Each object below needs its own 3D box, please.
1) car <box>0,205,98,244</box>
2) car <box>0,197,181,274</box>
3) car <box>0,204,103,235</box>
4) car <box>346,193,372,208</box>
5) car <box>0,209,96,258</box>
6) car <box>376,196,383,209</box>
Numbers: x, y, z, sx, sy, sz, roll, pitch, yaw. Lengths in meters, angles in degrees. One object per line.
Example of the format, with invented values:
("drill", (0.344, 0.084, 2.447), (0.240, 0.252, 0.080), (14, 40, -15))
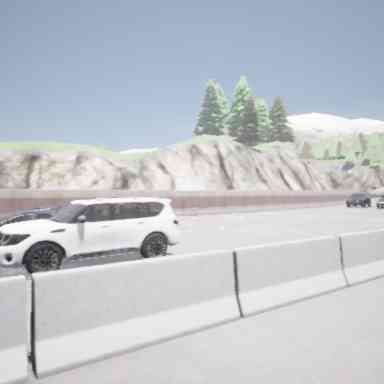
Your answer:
("car", (-7.299, 1.457, 15.982), (4.902, 1.511, 2.128), (0, 0, -35))
("car", (-2.980, 1.199, 10.462), (5.566, 2.045, 2.150), (0, 0, -35))
("car", (-8.241, 1.507, 19.600), (5.357, 1.411, 2.033), (0, 0, -35))
("car", (23.393, 1.167, 46.521), (2.150, 2.045, 5.566), (0, 0, 42))
("car", (-6.303, 1.478, 12.396), (4.892, 1.490, 1.837), (0, 0, -35))
("car", (26.282, 1.305, 44.557), (2.097, 1.767, 4.553), (0, 0, 41))
